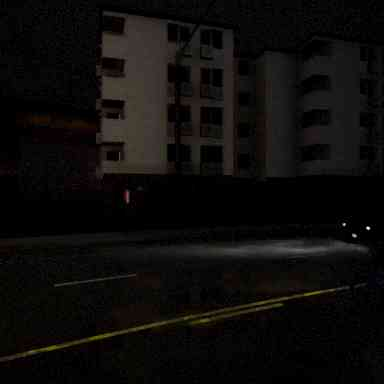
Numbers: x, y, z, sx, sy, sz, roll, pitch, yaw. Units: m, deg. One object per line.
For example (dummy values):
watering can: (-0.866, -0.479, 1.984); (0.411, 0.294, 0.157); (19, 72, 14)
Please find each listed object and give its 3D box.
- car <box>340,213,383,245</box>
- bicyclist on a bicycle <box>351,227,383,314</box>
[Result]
car: (9.265, 1.601, 15.167); (4.718, 1.301, 1.895); (0, 0, -15)
bicyclist on a bicycle: (3.492, 1.455, 5.847); (0.582, 1.620, 1.656); (0, -2, -25)
